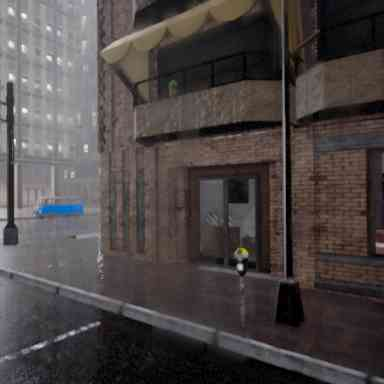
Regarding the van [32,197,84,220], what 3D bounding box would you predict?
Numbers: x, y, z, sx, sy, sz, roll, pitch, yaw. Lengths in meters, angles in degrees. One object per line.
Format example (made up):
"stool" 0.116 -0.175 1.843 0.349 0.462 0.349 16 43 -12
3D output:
"van" -10.852 1.294 27.187 1.690 1.788 3.998 -1 -1 36
